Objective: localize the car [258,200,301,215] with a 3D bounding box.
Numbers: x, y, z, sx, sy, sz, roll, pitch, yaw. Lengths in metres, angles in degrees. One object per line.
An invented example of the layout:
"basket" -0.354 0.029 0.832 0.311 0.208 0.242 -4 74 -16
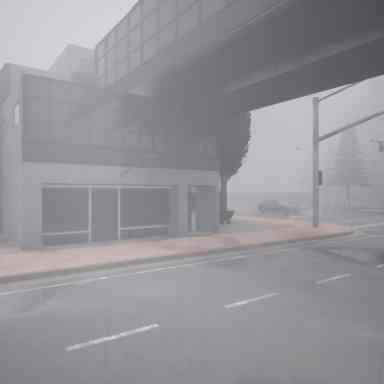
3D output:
"car" 8.765 1.526 33.745 1.812 1.442 4.674 0 0 -36

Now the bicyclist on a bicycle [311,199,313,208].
"bicyclist on a bicycle" 15.798 1.301 42.775 1.656 1.620 0.582 0 0 -36
